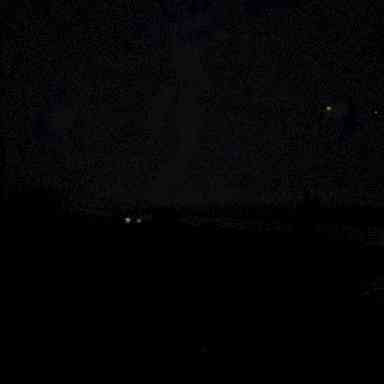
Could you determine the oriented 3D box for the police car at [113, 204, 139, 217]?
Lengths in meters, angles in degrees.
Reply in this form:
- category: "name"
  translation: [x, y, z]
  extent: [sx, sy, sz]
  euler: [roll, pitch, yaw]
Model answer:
- category: "police car"
  translation: [-8.844, 2.401, 44.572]
  extent: [1.930, 1.638, 5.238]
  euler: [-2, 0, -36]
